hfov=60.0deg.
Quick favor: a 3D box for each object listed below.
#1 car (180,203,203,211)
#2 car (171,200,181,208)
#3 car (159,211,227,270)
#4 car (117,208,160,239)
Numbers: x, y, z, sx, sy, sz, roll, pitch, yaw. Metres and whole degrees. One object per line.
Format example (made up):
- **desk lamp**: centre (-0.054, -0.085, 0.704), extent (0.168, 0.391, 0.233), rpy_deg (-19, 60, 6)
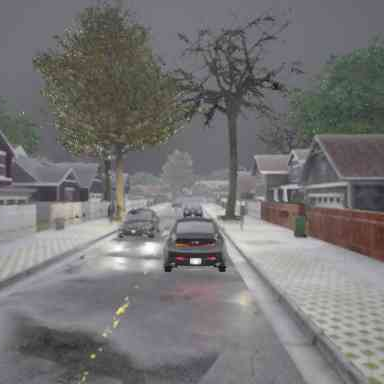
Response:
- **car**: centre (0.100, 1.968, 33.671), extent (1.895, 1.301, 4.718), rpy_deg (0, -1, 0)
- **car**: centre (-2.781, 2.246, 61.171), extent (2.033, 1.411, 5.357), rpy_deg (0, -1, 1)
- **car**: centre (0.094, 1.621, 11.376), extent (1.837, 1.490, 4.892), rpy_deg (0, 0, 0)
- **car**: centre (-2.851, 1.699, 18.607), extent (1.837, 1.490, 4.892), rpy_deg (0, -1, 0)
